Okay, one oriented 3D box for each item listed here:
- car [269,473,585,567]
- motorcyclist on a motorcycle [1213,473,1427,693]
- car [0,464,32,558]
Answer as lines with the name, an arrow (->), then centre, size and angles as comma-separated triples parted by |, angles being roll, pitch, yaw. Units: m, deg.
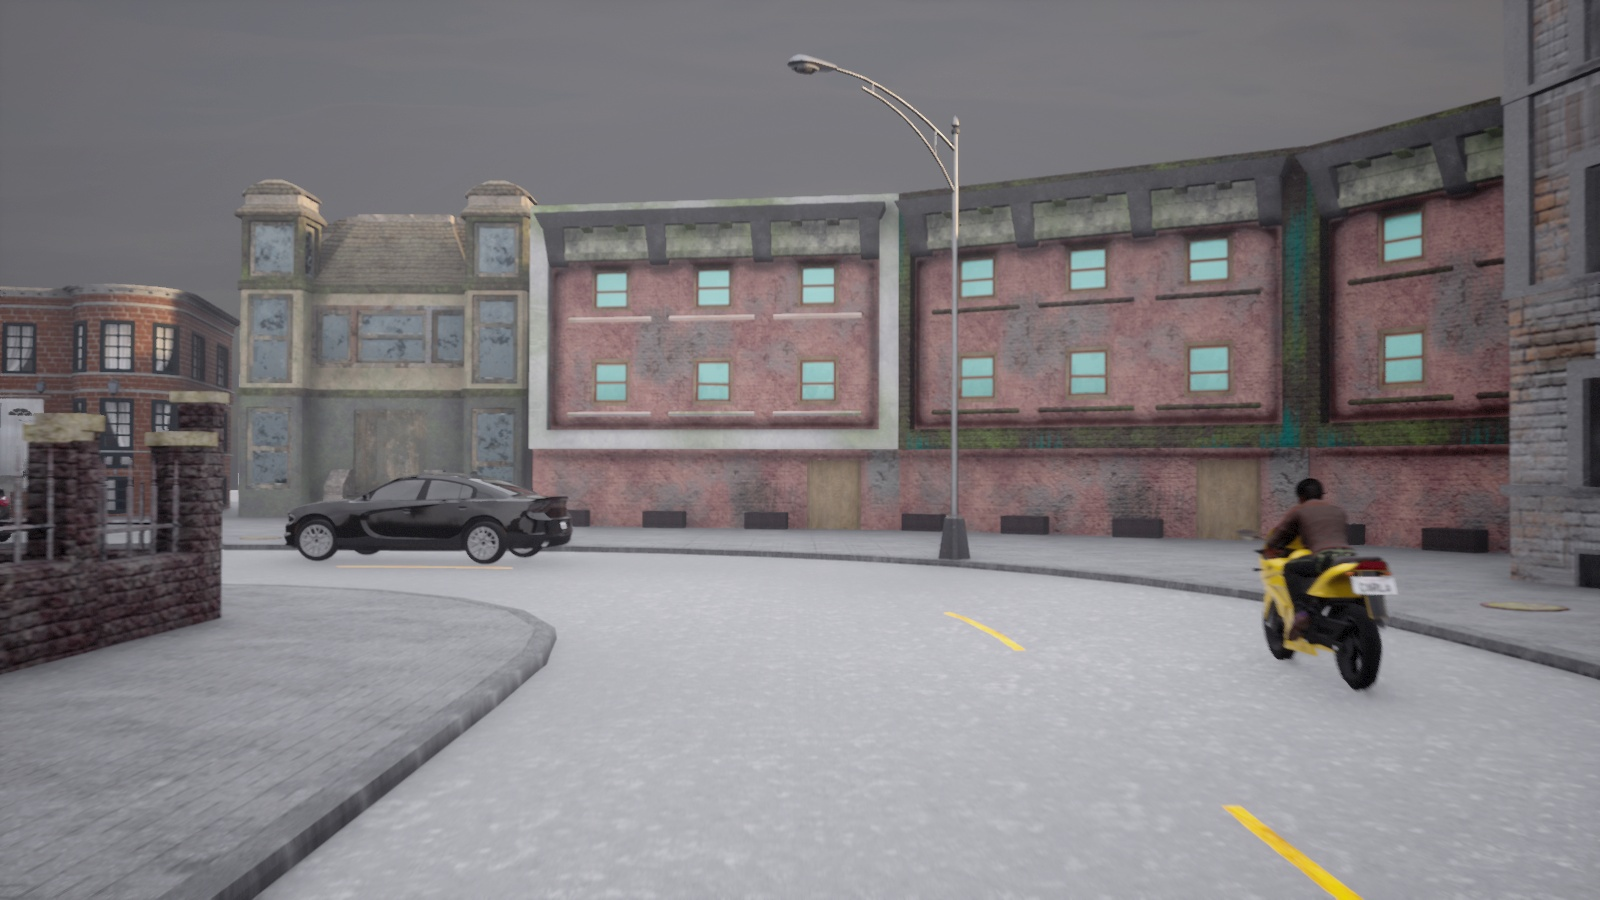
car -> -6.478, 1.188, 22.028 | 5.008, 1.535, 1.882 | 0, -1, 10
motorcyclist on a motorcycle -> 3.968, 0.945, 9.790 | 0.797, 1.523, 2.044 | 0, -1, 0
car -> -16.542, 1.096, 22.138 | 4.611, 1.667, 2.242 | 0, -1, 0
